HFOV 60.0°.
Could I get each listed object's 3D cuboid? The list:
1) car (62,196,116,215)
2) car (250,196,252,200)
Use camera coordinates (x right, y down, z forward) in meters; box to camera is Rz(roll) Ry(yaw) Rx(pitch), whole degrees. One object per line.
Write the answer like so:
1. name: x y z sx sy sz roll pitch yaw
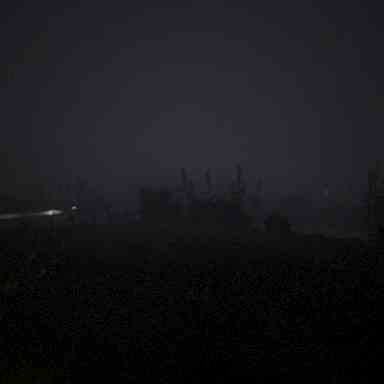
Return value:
1. car: -9.086 1.250 29.288 2.097 1.767 4.553 -1 2 40
2. car: 8.023 1.190 42.481 1.895 1.301 4.718 -1 -2 43
